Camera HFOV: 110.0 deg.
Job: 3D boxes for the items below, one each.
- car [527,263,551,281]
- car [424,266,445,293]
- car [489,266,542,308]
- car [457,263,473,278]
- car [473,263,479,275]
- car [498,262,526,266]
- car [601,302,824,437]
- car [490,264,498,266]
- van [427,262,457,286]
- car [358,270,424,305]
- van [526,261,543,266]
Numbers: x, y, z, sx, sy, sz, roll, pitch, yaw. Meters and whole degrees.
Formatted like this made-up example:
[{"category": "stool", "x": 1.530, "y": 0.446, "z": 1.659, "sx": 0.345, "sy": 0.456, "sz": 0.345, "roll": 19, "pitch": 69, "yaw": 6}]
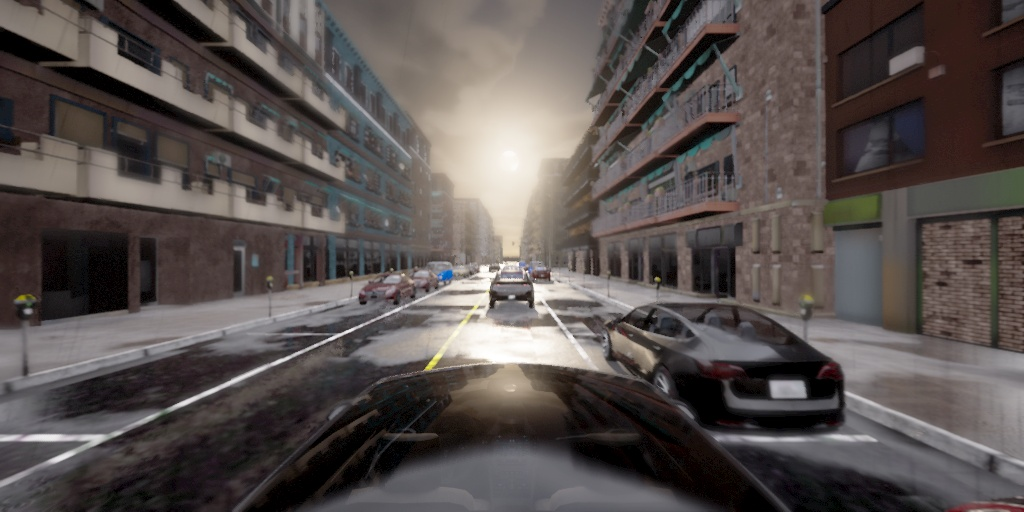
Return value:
[{"category": "car", "x": 2.664, "y": 1.622, "z": 33.862, "sx": 1.888, "sy": 1.381, "sz": 4.507, "roll": 0, "pitch": 0, "yaw": 0}, {"category": "car", "x": -5.708, "y": 1.538, "z": 22.559, "sx": 1.802, "sy": 1.307, "sz": 4.207, "roll": 0, "pitch": 0, "yaw": 0}, {"category": "car", "x": -0.008, "y": 1.383, "z": 16.146, "sx": 2.128, "sy": 1.511, "sz": 4.902, "roll": 0, "pitch": 0, "yaw": 0}, {"category": "car", "x": -5.721, "y": 1.665, "z": 39.372, "sx": 1.751, "sy": 1.417, "sz": 4.829, "roll": 0, "pitch": 0, "yaw": 0}, {"category": "car", "x": -5.726, "y": 1.770, "z": 45.203, "sx": 1.948, "sy": 1.339, "sz": 4.313, "roll": 0, "pitch": 0, "yaw": 0}, {"category": "car", "x": -0.019, "y": 1.528, "z": 31.335, "sx": 1.882, "sy": 1.535, "sz": 5.008, "roll": 0, "pitch": 0, "yaw": 0}, {"category": "car", "x": 2.687, "y": 1.352, "z": 5.555, "sx": 1.948, "sy": 1.339, "sz": 4.313, "roll": 0, "pitch": 0, "yaw": 0}, {"category": "car", "x": -3.052, "y": 2.025, "z": 63.477, "sx": 1.895, "sy": 1.301, "sz": 4.718, "roll": 0, "pitch": -1, "yaw": 0}, {"category": "van", "x": -5.712, "y": 1.357, "z": 28.221, "sx": 1.690, "sy": 1.789, "sz": 3.998, "roll": 0, "pitch": 0, "yaw": 0}, {"category": "car", "x": -5.703, "y": 1.480, "z": 16.898, "sx": 1.802, "sy": 1.307, "sz": 4.207, "roll": 0, "pitch": 0, "yaw": 0}, {"category": "van", "x": 2.659, "y": 1.481, "z": 39.522, "sx": 1.690, "sy": 1.789, "sz": 3.998, "roll": 0, "pitch": 0, "yaw": 0}]
